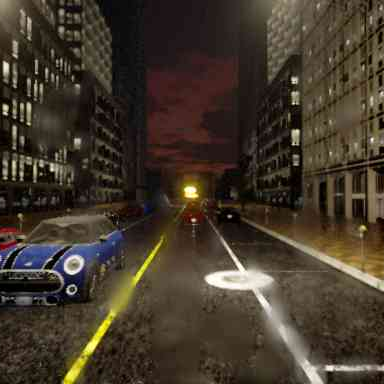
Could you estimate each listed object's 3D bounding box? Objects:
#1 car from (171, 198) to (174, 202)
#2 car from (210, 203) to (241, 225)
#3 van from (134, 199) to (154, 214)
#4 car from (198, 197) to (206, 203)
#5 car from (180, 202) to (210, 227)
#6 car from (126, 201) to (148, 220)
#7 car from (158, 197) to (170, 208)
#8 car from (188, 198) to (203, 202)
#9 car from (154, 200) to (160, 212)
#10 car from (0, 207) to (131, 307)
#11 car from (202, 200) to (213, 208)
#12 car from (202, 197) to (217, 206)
[{"bbox_3d":[-5.617,2.193,71.543,1.947,1.339,4.313,0,0,0],"label":"car"},{"bbox_3d":[2.719,1.802,25.986,1.947,1.339,4.313,0,-1,0],"label":"car"},{"bbox_3d":[-5.649,1.677,37.393,1.690,1.788,3.998,0,-1,0],"label":"van"},{"bbox_3d":[2.787,2.258,94.287,1.967,1.590,4.097,0,0,0],"label":"car"},{"bbox_3d":[0.116,1.749,24.671,1.812,1.442,4.674,0,0,0],"label":"car"},{"bbox_3d":[-5.656,1.831,31.699,1.887,1.381,4.507,0,-1,0],"label":"car"},{"bbox_3d":[-5.627,1.972,60.159,1.967,1.590,4.097,0,0,0],"label":"car"},{"bbox_3d":[0.140,1.878,41.690,1.837,1.490,4.892,0,-1,0],"label":"car"},{"bbox_3d":[-5.645,1.967,43.083,1.802,1.307,4.206,0,-1,0],"label":"car"},{"bbox_3d":[-3.090,1.429,8.367,2.097,1.767,4.553,0,-1,0],"label":"car"},{"bbox_3d":[2.753,2.114,60.136,1.802,1.307,4.206,0,0,0],"label":"car"},{"bbox_3d":[2.742,1.875,48.753,1.967,1.590,4.097,0,0,0],"label":"car"}]
